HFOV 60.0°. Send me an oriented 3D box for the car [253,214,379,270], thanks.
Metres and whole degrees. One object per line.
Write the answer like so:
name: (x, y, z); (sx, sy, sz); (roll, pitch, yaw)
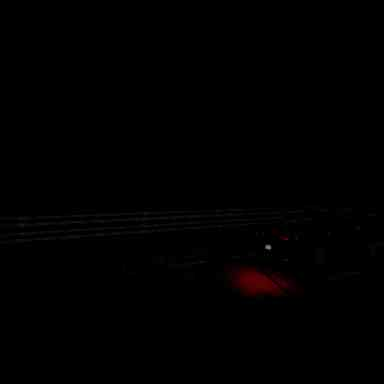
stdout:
car: (4.264, 1.458, 11.092); (5.008, 1.535, 1.882); (0, 0, -34)
